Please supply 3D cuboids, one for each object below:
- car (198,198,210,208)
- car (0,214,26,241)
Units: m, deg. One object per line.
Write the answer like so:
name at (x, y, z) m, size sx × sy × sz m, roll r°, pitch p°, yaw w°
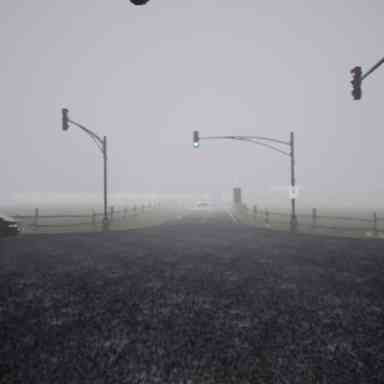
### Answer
car at (2.223, 1.978, 62.382) m, size 2.097 × 1.767 × 4.553 m, roll -1°, pitch -1°, yaw 5°
car at (-10.517, 1.673, 15.885) m, size 4.674 × 1.442 × 1.812 m, roll 0°, pitch 1°, yaw -10°
